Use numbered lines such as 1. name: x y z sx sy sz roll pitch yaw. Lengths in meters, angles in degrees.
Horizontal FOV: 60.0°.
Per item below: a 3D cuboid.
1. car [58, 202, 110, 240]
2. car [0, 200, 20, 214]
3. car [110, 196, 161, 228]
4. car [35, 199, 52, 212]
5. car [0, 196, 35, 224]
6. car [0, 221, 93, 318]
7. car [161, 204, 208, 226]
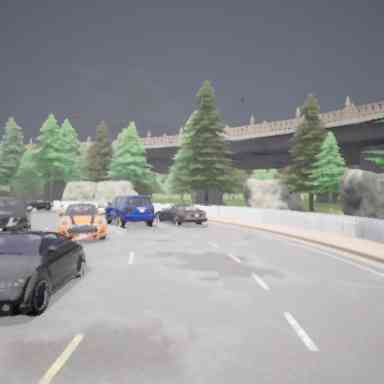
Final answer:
1. car: -5.539 1.380 16.780 2.097 1.767 4.553 0 0 -19
2. car: -21.532 1.586 36.643 4.674 1.442 1.812 0 0 20
3. car: -4.418 1.260 22.928 2.150 2.045 5.566 0 0 -29
4. car: -18.895 1.543 39.303 5.008 1.535 1.882 0 0 23
5. car: -9.188 1.249 16.443 2.150 2.045 5.566 0 0 -24
6. car: -3.811 1.577 7.366 1.994 1.385 4.181 0 0 -2
7. car: -0.904 1.587 23.803 2.033 1.411 5.357 0 0 -29
